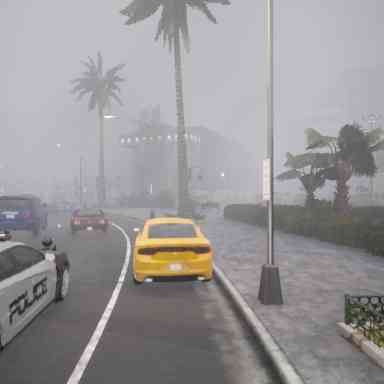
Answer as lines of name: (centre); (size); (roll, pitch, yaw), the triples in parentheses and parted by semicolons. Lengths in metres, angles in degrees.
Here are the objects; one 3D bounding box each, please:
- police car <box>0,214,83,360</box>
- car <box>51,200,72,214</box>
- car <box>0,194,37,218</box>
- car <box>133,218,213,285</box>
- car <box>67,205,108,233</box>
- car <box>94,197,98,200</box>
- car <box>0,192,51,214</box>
police car: (-3.397, 1.422, 5.272); (1.930, 1.638, 5.238); (0, 0, -5)
car: (-13.098, 1.538, 32.803); (2.033, 1.411, 5.357); (0, 0, -38)
car: (-16.618, 1.210, 31.610); (2.150, 2.045, 5.566); (0, 0, -39)
car: (-0.674, 1.477, 9.661); (1.882, 1.535, 5.008); (0, 0, -7)
car: (-6.020, 1.597, 19.336); (1.895, 1.301, 4.718); (0, 0, -19)
car: (-26.644, 1.554, 85.529); (4.718, 1.301, 1.895); (0, 0, 24)
car: (-9.221, 1.216, 17.969); (2.150, 2.045, 5.566); (0, 0, -18)
